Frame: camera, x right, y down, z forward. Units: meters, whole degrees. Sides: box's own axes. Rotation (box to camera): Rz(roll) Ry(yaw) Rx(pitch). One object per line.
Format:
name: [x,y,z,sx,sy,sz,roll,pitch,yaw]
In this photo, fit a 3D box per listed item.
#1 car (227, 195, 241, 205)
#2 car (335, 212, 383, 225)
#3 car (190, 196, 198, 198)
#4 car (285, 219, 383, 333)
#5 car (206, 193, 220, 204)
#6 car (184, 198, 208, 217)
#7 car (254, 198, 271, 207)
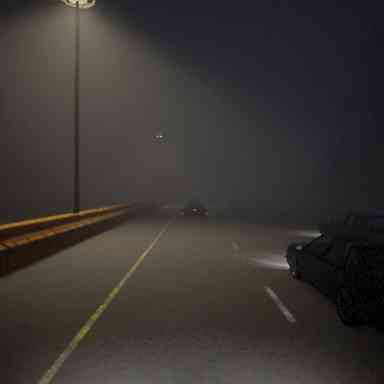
car: [7.411,1.381,59.733,2.097,1.767,4.553,0,0,0]
car: [7.139,1.562,14.006,2.033,1.411,5.357,0,0,1]
car: [0.422,1.526,61.607,1.837,1.490,4.892,0,0,0]
car: [3.500,1.555,6.970,2.033,1.411,5.357,0,0,1]
car: [3.926,1.248,62.170,2.150,2.045,5.566,0,0,0]
car: [0.244,1.574,31.462,1.994,1.385,4.181,0,0,0]
car: [10.917,1.633,52.219,1.895,1.301,4.718,0,0,0]
